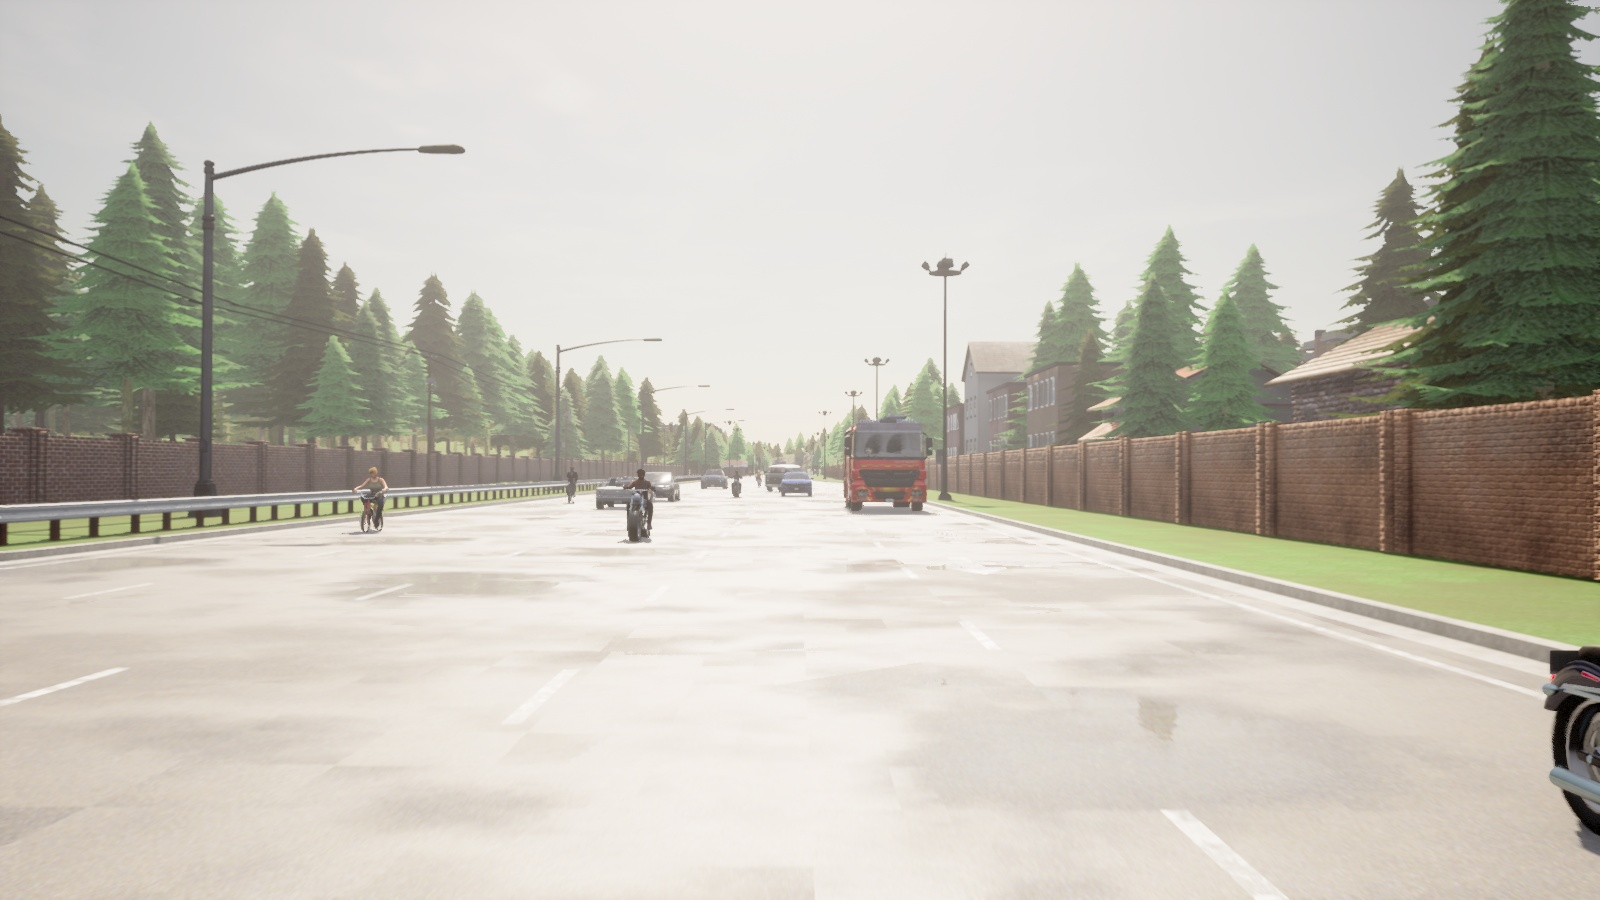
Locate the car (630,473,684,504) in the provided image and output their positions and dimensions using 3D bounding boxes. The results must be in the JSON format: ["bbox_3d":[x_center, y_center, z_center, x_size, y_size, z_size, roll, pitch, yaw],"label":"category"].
[{"bbox_3d":[-7.157,1.903,63.303,2.163,1.488,4.792,0,-1,0],"label":"car"}]

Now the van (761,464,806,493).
[{"bbox_3d":[-1.183,2.107,93.449,2.069,2.038,4.480,0,-1,18],"label":"van"}]

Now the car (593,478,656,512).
[{"bbox_3d":[-7.127,1.804,51.412,1.895,1.301,4.718,0,-1,0],"label":"car"}]

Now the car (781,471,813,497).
[{"bbox_3d":[-0.192,2.088,77.368,1.882,1.535,5.008,0,-1,0],"label":"car"}]

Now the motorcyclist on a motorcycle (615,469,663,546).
[{"bbox_3d":[-3.570,1.249,28.049,0.766,1.649,2.350,0,-1,0],"label":"motorcyclist on a motorcycle"}]

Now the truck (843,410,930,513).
[{"bbox_3d":[3.369,0.492,51.131,2.891,3.827,8.468,0,-1,0],"label":"truck"}]

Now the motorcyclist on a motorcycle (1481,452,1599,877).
[{"bbox_3d":[3.488,0.827,4.532,0.766,1.649,2.350,0,-1,0],"label":"motorcyclist on a motorcycle"}]

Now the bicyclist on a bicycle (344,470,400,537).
[{"bbox_3d":[-10.573,1.314,31.083,0.866,1.612,1.509,0,-1,0],"label":"bicyclist on a bicycle"}]
